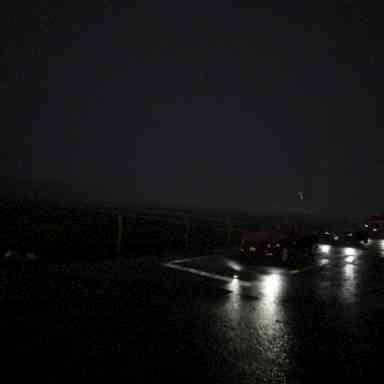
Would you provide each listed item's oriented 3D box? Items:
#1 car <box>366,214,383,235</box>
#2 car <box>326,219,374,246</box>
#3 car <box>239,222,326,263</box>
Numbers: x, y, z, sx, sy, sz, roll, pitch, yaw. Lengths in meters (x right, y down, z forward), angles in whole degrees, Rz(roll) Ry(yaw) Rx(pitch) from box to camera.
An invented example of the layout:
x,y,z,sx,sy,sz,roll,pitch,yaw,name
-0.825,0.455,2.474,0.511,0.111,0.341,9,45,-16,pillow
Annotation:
x,y,z,sx,sy,sz,roll,pitch,yaw,name
17.365,3.019,30.367,2.150,2.045,5.566,2,-2,41,car
10.462,2.711,22.343,1.812,1.442,4.674,2,-2,41,car
3.990,2.087,14.809,1.882,1.535,5.008,2,-2,41,car
